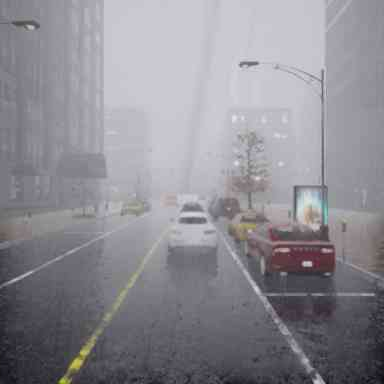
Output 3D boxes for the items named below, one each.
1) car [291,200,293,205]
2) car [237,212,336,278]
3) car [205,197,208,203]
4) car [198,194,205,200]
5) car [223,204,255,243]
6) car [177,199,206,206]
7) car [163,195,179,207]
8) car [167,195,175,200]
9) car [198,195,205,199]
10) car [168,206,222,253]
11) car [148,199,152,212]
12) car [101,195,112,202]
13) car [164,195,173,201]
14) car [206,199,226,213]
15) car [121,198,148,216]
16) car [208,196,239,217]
[{"bbox_3d":[20.824,1.733,62.531,4.097,1.590,1.967,1,-1,0],"label":"car"},{"bbox_3d":[2.695,1.542,10.001,1.887,1.381,4.507,1,0,0],"label":"car"},{"bbox_3d":[2.688,1.306,32.238,2.192,1.841,5.009,1,0,0],"label":"car"},{"bbox_3d":[2.665,1.422,92.358,1.967,1.590,4.097,1,0,0],"label":"car"},{"bbox_3d":[2.693,1.521,15.730,1.752,1.417,4.829,1,0,0],"label":"car"},{"bbox_3d":[0.040,1.557,28.265,1.994,1.385,4.181,0,0,0],"label":"car"},{"bbox_3d":[-3.065,1.339,49.844,2.097,1.767,4.553,0,0,1],"label":"car"},{"bbox_3d":[-5.717,1.527,92.369,1.887,1.381,4.507,1,0,0],"label":"car"},{"bbox_3d":[2.666,1.527,86.834,1.887,1.381,4.507,1,0,0],"label":"car"},{"bbox_3d":[0.047,1.521,13.608,1.812,1.442,4.674,0,0,0],"label":"car"},{"bbox_3d":[-5.695,1.430,37.796,1.967,1.590,4.097,1,0,0],"label":"car"},{"bbox_3d":[-17.274,1.244,62.193,4.507,1.381,1.887,1,-1,0],"label":"car"},{"bbox_3d":[-5.712,1.508,81.152,1.752,1.417,4.829,1,0,0],"label":"car"},{"bbox_3d":[2.684,1.535,37.798,1.887,1.381,4.507,1,0,0],"label":"car"},{"bbox_3d":[-5.693,1.517,32.067,1.752,1.417,4.829,1,0,0],"label":"car"},{"bbox_3d":[2.691,1.308,26.678,2.192,1.841,5.009,1,0,0],"label":"car"}]
